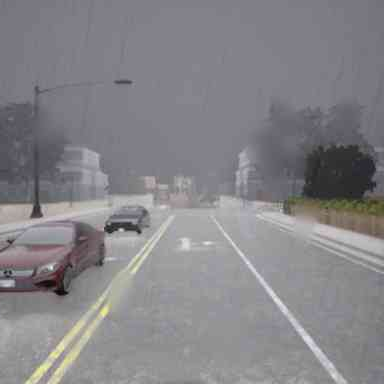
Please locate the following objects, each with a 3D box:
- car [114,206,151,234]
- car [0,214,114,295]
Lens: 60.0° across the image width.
[{"bbox_3d":[-3.517,1.506,19.278,2.033,1.411,5.357,0,0,0],"label":"car"},{"bbox_3d":[-3.582,1.507,8.771,1.812,1.442,4.674,0,0,0],"label":"car"}]
